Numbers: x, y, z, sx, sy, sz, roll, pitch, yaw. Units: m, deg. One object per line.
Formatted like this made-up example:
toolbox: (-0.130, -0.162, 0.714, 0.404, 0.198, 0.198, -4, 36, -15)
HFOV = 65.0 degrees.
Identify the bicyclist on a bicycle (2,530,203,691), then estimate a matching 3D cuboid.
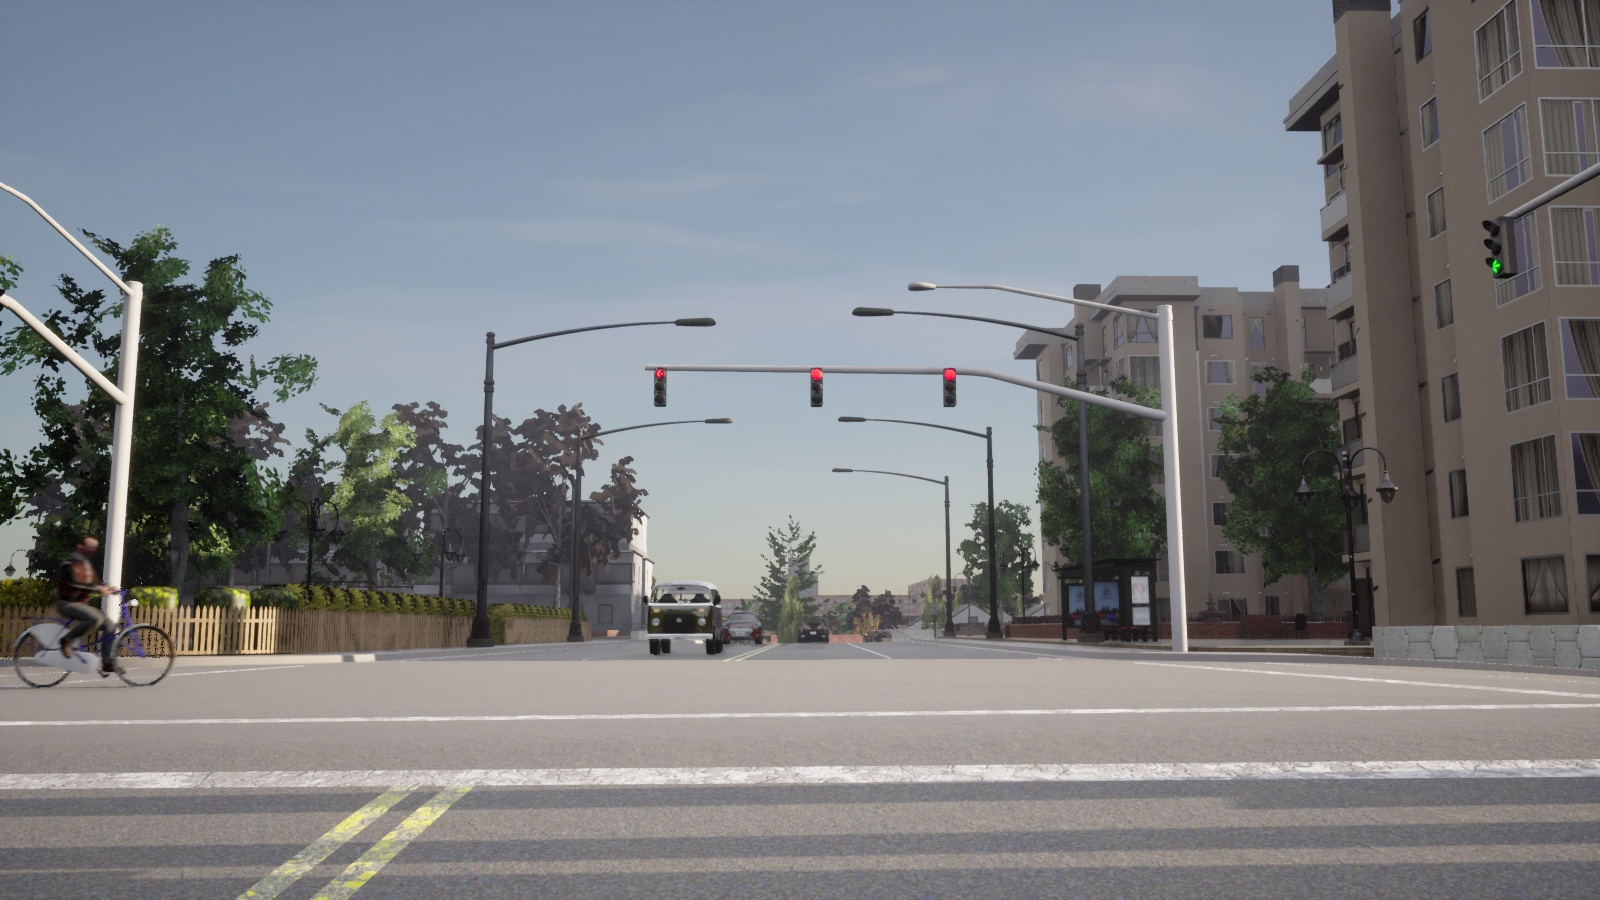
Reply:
bicyclist on a bicycle: (-8.009, 1.849, 14.490, 1.843, 1.776, 0.659, -1, -8, 0)

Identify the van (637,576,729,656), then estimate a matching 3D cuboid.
van: (-3.141, 4.621, 34.758, 2.069, 2.038, 4.480, 0, -8, 1)

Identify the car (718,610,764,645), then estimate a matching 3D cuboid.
car: (-2.833, 8.689, 61.489, 2.033, 1.649, 4.856, 0, -8, 0)

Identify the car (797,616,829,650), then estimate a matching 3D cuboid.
car: (0.885, 12.533, 85.785, 2.152, 1.651, 5.027, 0, -16, 1)
